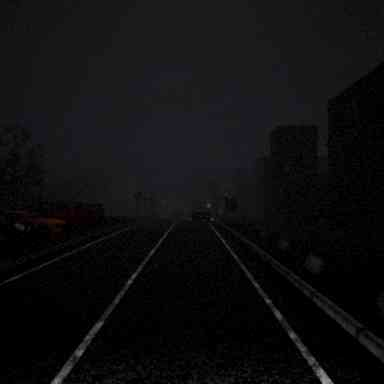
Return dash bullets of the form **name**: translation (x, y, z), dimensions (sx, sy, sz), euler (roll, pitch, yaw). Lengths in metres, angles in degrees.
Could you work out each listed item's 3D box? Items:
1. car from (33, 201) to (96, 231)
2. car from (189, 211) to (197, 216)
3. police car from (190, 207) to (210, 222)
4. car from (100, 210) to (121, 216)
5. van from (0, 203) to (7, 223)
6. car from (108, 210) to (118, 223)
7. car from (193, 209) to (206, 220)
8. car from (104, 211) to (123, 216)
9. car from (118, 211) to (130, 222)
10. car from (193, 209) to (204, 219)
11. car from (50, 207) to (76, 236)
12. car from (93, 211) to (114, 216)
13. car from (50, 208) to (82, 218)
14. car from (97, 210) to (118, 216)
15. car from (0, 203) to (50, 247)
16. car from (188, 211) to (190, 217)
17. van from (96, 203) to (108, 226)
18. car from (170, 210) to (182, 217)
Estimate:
- **car**: translation (-9.517, 1.614, 21.384), dimensions (5.566, 2.045, 2.435), euler (0, -2, 0)
- **car**: translation (0.187, 5.649, 88.434), dimensions (2.033, 1.411, 5.357), euler (0, -4, 0)
- **police car**: translation (0.992, 2.525, 37.876), dimensions (1.930, 1.638, 5.238), euler (0, -3, 0)
- **car**: translation (-21.770, 5.695, 88.855), dimensions (5.008, 1.535, 2.097), euler (0, -4, 0)
- **van**: translation (-21.701, 2.166, 34.117), dimensions (4.442, 1.987, 1.878), euler (0, -3, 0)
- **car**: translation (-9.566, 2.104, 30.601), dimensions (4.553, 1.767, 2.185), euler (0, -3, 0)
- **car**: translation (1.014, 3.191, 47.758), dimensions (1.812, 1.442, 4.674), euler (0, -4, 0)
- **car**: translation (-21.748, 5.933, 91.995), dimensions (4.674, 1.452, 2.002), euler (0, -4, 0)
- **car**: translation (-9.362, 2.360, 33.512), dimensions (5.366, 1.575, 1.946), euler (0, -3, 0)
- **car**: translation (1.032, 3.567, 53.751), dimensions (1.812, 1.442, 4.674), euler (0, -4, 0)
- **car**: translation (-9.467, 1.769, 18.460), dimensions (5.008, 1.535, 2.097), euler (0, -2, 0)
- **car**: translation (-21.791, 5.324, 82.317), dimensions (4.674, 1.452, 2.002), euler (0, -4, 0)
- **car**: translation (-21.934, 3.628, 58.040), dimensions (4.553, 1.767, 2.185), euler (0, -4, 0)
- **car**: translation (-21.774, 5.491, 85.589), dimensions (4.892, 1.521, 2.231), euler (0, -4, 0)
- **car**: translation (-9.467, 1.544, 15.430), dimensions (4.553, 1.767, 2.185), euler (0, -2, 0)
- **car**: translation (0.130, 4.723, 73.448), dimensions (1.994, 1.385, 4.181), euler (0, -4, 0)
- **van**: translation (-9.638, 1.877, 27.571), dimensions (4.442, 1.987, 1.878), euler (0, -2, 0)
- **car**: translation (-3.129, 4.679, 70.996), dimensions (1.994, 1.385, 4.181), euler (0, -4, 0)
